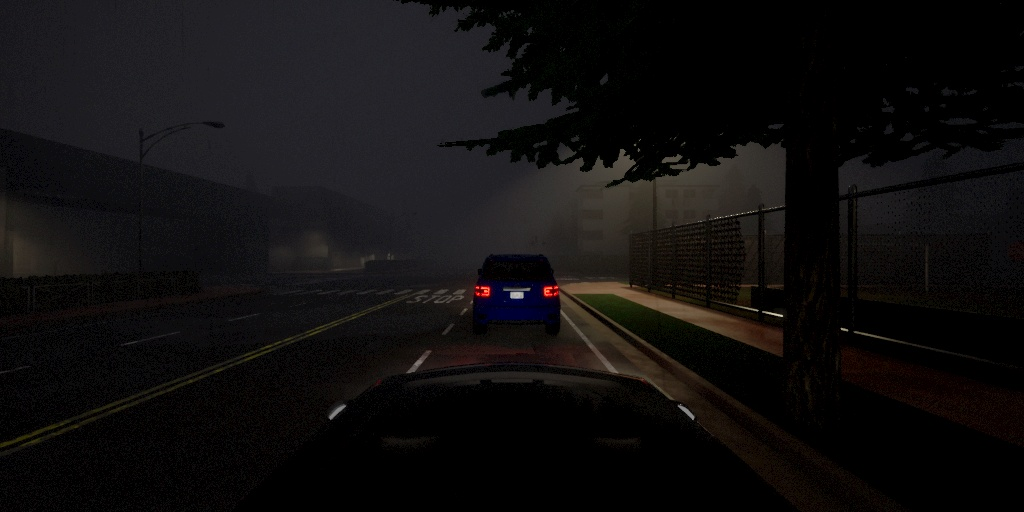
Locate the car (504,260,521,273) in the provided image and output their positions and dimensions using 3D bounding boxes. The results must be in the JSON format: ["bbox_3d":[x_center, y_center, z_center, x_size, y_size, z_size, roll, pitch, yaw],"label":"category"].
[{"bbox_3d":[0.025,1.242,45.576,2.128,1.511,4.902,0,0,0],"label":"car"}]

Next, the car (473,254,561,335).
[{"bbox_3d":[0.115,0.972,10.701,2.150,2.045,5.566,0,0,0],"label":"car"}]
